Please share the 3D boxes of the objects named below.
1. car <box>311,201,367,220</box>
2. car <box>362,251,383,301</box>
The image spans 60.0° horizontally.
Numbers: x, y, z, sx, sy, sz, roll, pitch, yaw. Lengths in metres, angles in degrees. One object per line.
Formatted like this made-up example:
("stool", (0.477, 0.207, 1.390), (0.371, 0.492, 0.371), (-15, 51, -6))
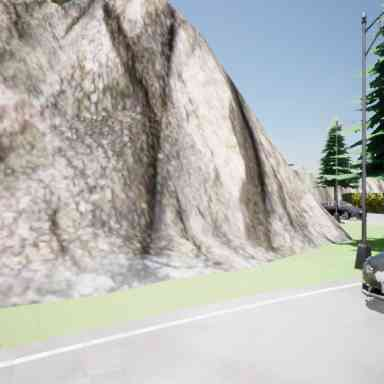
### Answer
("car", (12.383, 1.492, 28.311), (2.128, 1.511, 4.902), (0, 0, -26))
("car", (5.712, 1.491, 7.033), (4.902, 1.511, 2.128), (0, 0, -28))
